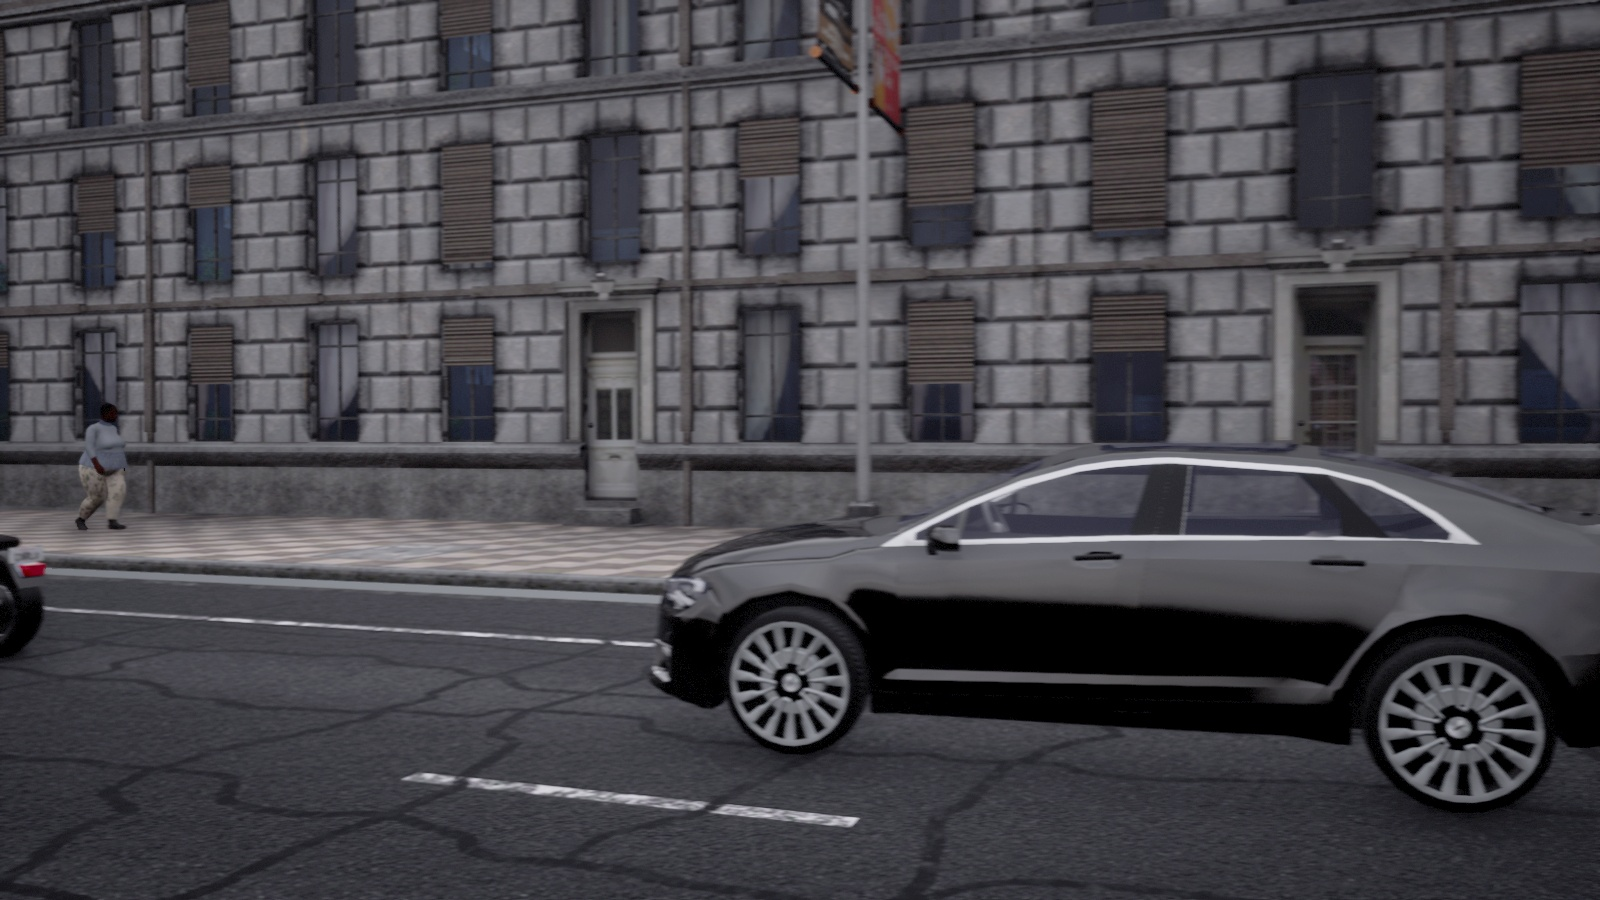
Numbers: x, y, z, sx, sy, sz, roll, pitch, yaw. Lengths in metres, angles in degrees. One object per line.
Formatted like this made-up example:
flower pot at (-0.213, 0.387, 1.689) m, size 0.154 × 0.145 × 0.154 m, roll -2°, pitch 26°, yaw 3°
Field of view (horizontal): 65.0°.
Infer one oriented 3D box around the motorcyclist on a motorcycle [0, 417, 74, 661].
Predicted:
motorcyclist on a motorcycle at (-6.457, 0.592, 9.042) m, size 2.350 × 1.649 × 0.766 m, roll 0°, pitch 1°, yaw 19°

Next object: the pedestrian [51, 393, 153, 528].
pedestrian at (-9.850, 0.136, 17.738) m, size 0.900 × 1.855 × 0.874 m, roll 1°, pitch 1°, yaw 14°

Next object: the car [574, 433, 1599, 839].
car at (1.552, 0.684, 6.386) m, size 4.902 × 1.511 × 2.128 m, roll 1°, pitch 1°, yaw 19°
